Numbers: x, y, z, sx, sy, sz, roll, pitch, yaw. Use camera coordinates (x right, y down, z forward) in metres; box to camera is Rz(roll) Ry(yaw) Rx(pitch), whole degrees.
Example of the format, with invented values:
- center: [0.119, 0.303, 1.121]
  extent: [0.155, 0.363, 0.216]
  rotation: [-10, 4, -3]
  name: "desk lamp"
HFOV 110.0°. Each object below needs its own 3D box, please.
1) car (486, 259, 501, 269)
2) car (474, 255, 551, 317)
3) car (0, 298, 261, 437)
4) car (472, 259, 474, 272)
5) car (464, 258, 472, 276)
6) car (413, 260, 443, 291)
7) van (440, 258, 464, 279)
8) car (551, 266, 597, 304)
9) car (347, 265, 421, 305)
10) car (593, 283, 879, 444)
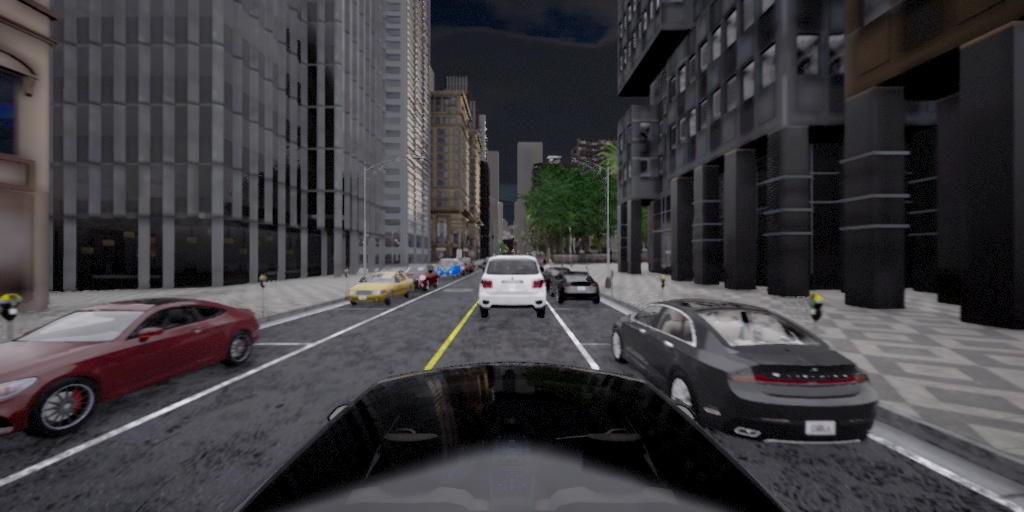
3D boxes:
- center: [-3.018, 1.325, 59.394]
  extent: [2.128, 1.511, 4.902]
  rotation: [0, 0, 1]
  name: "car"
- center: [0.042, 0.993, 13.398]
  extent: [2.150, 2.045, 5.566]
  rotation: [0, 0, 1]
  name: "car"
- center: [-5.760, 1.338, 5.407]
  extent: [1.802, 1.307, 4.207]
  rotation: [0, 0, 0]
  name: "car"
- center: [-5.744, 1.130, 43.821]
  extent: [2.192, 1.841, 5.009]
  rotation: [0, 0, 0]
  name: "car"
- center: [-5.746, 1.247, 38.333]
  extent: [1.967, 1.591, 4.097]
  rotation: [0, 0, 0]
  name: "car"
- center: [-5.753, 1.222, 21.870]
  extent: [1.967, 1.591, 4.097]
  rotation: [0, 0, 0]
  name: "car"
- center: [-5.749, 1.139, 32.845]
  extent: [1.690, 1.789, 3.998]
  rotation: [0, 0, 0]
  name: "van"
- center: [2.770, 1.339, 16.369]
  extent: [1.948, 1.339, 4.313]
  rotation: [0, 0, 0]
  name: "car"
- center: [-5.755, 1.299, 16.213]
  extent: [1.751, 1.417, 4.829]
  rotation: [0, 0, 0]
  name: "car"
- center: [2.765, 1.307, 5.395]
  extent: [2.007, 1.370, 4.403]
  rotation: [0, 0, 0]
  name: "car"
